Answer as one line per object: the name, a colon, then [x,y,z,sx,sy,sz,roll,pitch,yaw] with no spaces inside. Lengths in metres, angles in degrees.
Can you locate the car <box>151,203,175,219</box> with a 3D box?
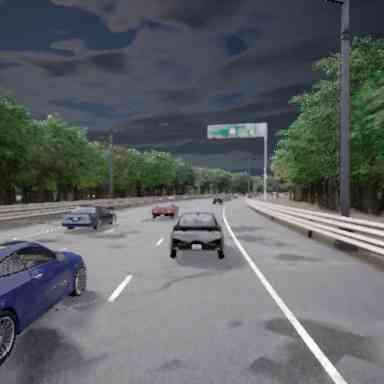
car: [-2.293,1.647,29.902,1.895,1.301,4.718,0,0,4]

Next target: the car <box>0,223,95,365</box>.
car: [-3.332,1.528,5.634,1.812,1.442,4.674,0,0,1]

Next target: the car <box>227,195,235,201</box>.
car: [9.356,1.652,87.758,2.128,1.511,4.902,0,0,12]

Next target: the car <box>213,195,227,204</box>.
car: [5.168,1.610,64.656,1.837,1.490,4.892,0,0,9]

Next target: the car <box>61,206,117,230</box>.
car: [-6.391,1.571,21.190,2.033,1.411,5.357,0,0,3]

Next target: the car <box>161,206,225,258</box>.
car: [0.234,1.517,12.885,2.128,1.511,4.902,0,0,2]
